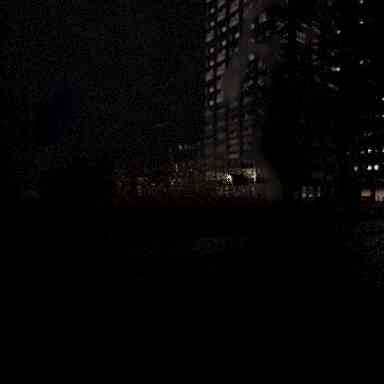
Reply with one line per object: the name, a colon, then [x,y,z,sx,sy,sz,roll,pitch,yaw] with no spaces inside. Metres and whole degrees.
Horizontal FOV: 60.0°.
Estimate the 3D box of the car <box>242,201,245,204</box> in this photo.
car: [7.238,1.414,58.332,1.812,1.442,4.674,1,0,-33]
